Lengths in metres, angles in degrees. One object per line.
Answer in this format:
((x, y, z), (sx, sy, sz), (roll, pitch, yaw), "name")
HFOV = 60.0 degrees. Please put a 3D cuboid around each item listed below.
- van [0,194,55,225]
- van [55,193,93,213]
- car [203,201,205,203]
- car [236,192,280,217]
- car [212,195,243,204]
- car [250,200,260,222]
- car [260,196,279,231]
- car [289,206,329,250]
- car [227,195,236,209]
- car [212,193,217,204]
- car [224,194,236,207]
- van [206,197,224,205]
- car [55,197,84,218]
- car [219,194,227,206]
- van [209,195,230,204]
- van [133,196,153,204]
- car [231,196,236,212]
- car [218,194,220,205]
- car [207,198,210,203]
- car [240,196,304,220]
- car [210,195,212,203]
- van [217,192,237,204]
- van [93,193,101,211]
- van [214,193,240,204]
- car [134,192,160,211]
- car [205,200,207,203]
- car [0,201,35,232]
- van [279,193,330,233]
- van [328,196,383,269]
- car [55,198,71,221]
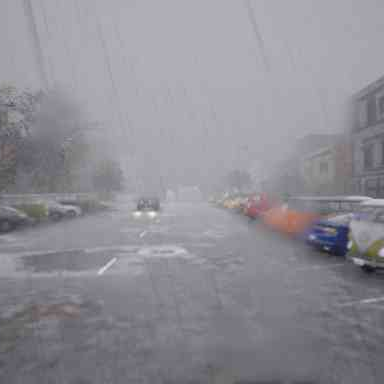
((-11.300, 1.149, 21.069), (4.442, 1.987, 1.878), (-1, 0, -20), "van")
((-11.517, 1.127, 29.812), (4.442, 1.987, 1.878), (-1, 0, -20), "van")
((6.104, 2.567, 85.402), (4.674, 1.452, 2.002), (2, -4, -21), "car")
((6.438, 1.116, 23.898), (5.566, 2.045, 2.435), (1, 0, -20), "car")
((6.339, 1.359, 59.090), (4.892, 1.521, 2.231), (1, -2, -20), "car")
((6.412, 1.417, 20.950), (4.674, 1.452, 2.002), (1, 0, -20), "car")
((6.383, 1.261, 18.012), (4.553, 1.767, 2.185), (1, 0, -20), "car")
((6.406, 1.414, 12.153), (5.008, 1.535, 2.097), (1, 0, -20), "car")
((6.373, 1.374, 32.680), (4.792, 1.488, 2.163), (1, 0, -20), "car")
((6.213, 1.312, 50.221), (5.366, 1.575, 1.946), (1, 0, -20), "car")
((6.579, 1.338, 35.685), (5.366, 1.575, 1.946), (1, 0, -20), "car")
((6.171, 2.509, 88.391), (4.442, 1.987, 1.878), (2, -5, -21), "van")
((-11.411, 1.397, 26.916), (4.674, 1.452, 2.002), (-1, 0, -20), "car")
((6.578, 1.330, 41.546), (5.366, 1.575, 1.946), (1, 0, -20), "car")
((6.318, 1.747, 76.684), (4.442, 1.987, 1.878), (2, -4, -21), "van")
((-11.522, 1.890, 78.713), (4.442, 1.987, 1.878), (1, -3, -21), "van")
((6.399, 1.352, 29.753), (4.892, 1.521, 2.231), (1, 0, -20), "car")
((6.426, 1.356, 44.429), (4.792, 1.488, 2.163), (1, 0, -20), "car")
((6.460, 1.575, 67.928), (5.366, 1.575, 1.946), (2, -2, -20), "car")
((6.443, 1.232, 26.822), (4.553, 1.767, 2.185), (1, 0, -20), "car")
((6.355, 1.064, 53.212), (5.566, 2.045, 2.435), (1, 0, -20), "car")
((6.289, 1.095, 47.306), (4.442, 1.987, 1.878), (1, 0, -20), "van")
((-11.302, 1.117, 32.845), (4.442, 1.987, 1.878), (-1, 0, -20), "van")
((6.441, 1.187, 62.058), (4.442, 1.987, 1.878), (1, -2, -20), "van")
((-5.015, 1.067, 38.882), (2.150, 2.045, 5.566), (0, 0, 0), "car")
((6.243, 1.816, 73.704), (5.008, 1.535, 2.097), (2, -3, -21), "car")
((-11.399, 1.426, 18.077), (4.674, 1.452, 2.002), (-1, 1, -20), "car")
((6.523, 1.176, 15.129), (4.442, 1.987, 1.878), (1, 0, -20), "van")
((6.309, 1.202, 9.174), (4.442, 1.987, 1.878), (1, 1, -20), "van")
((-11.407, 1.407, 23.971), (4.674, 1.452, 2.002), (-1, 0, -20), "car")
